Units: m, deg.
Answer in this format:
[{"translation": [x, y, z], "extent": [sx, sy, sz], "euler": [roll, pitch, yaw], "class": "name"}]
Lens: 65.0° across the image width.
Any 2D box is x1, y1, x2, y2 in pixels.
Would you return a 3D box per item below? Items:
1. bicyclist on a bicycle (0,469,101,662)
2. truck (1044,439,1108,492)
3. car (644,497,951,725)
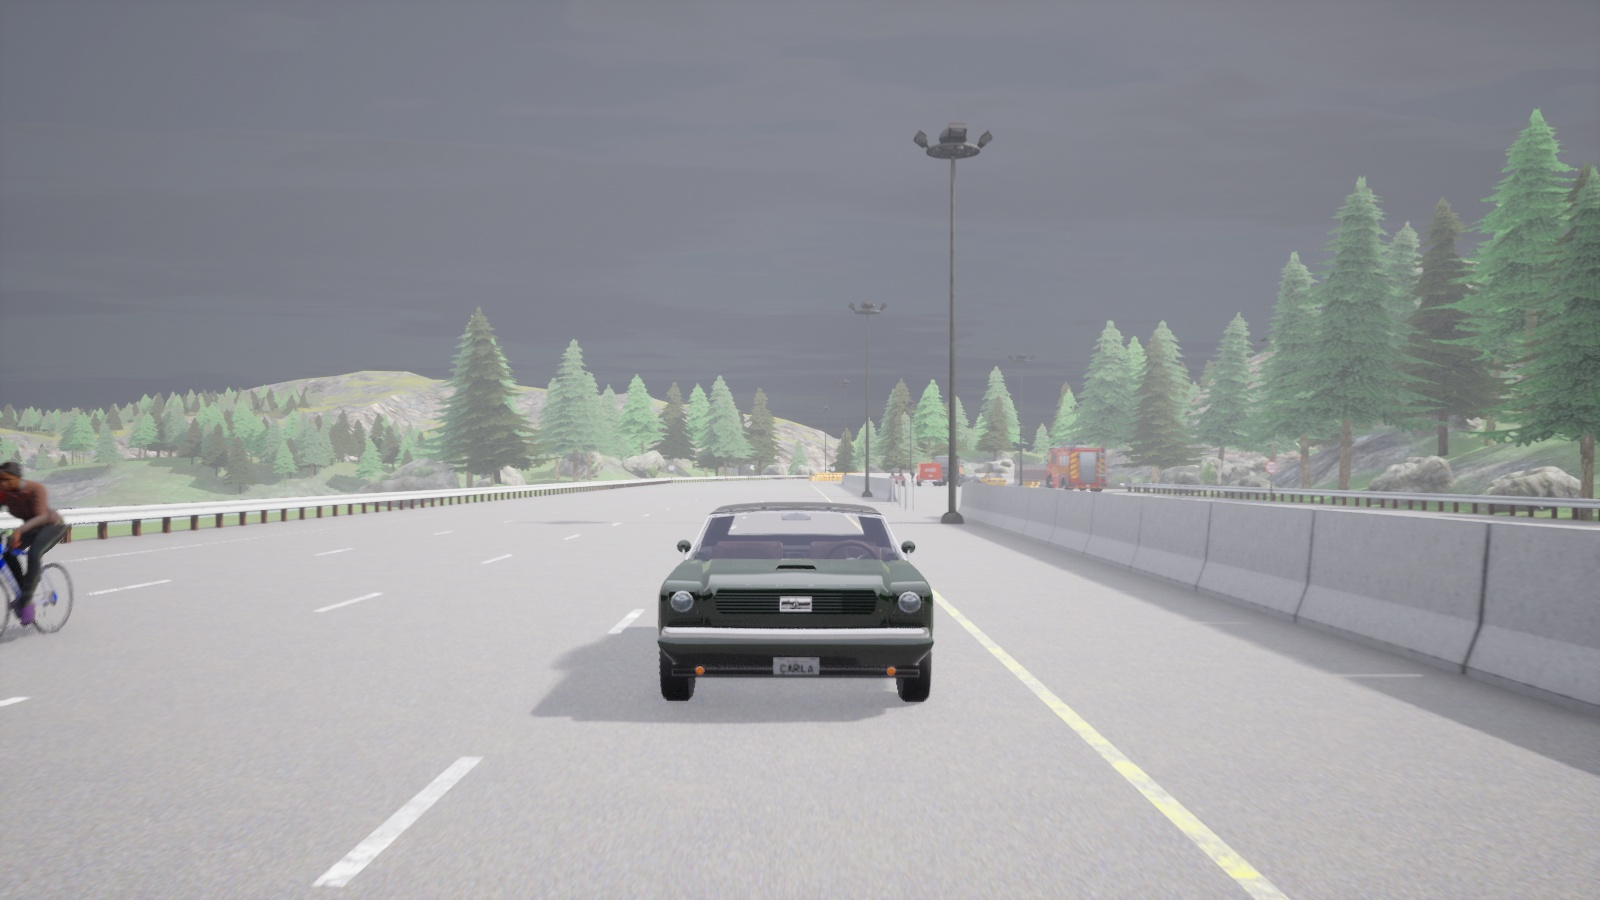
[{"translation": [-7.026, 0.984, 11.272], "extent": [0.582, 1.620, 1.656], "euler": [0, -1, 0], "class": "bicyclist on a bicycle"}, {"translation": [20.767, 1.158, 95.053], "extent": [2.891, 3.827, 8.468], "euler": [0, -1, 0], "class": "truck"}, {"translation": [-0.023, 1.085, 10.122], "extent": [1.895, 1.301, 4.718], "euler": [0, -1, 0], "class": "car"}]
